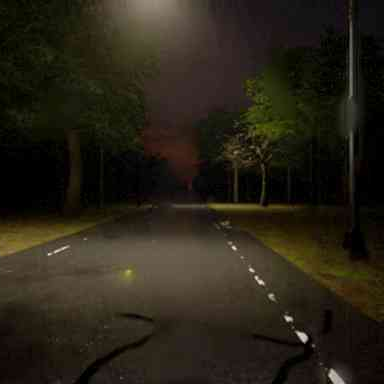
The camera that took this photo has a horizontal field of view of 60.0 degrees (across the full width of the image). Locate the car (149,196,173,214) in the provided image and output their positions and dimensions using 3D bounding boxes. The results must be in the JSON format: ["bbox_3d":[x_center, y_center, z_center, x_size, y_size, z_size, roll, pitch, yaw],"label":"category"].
[{"bbox_3d":[-3.627,1.510,37.678,2.097,1.767,4.553,0,0,0],"label":"car"}]

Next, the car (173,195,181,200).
[{"bbox_3d":[-3.571,1.291,78.186,2.097,1.767,4.553,0,0,0],"label":"car"}]
